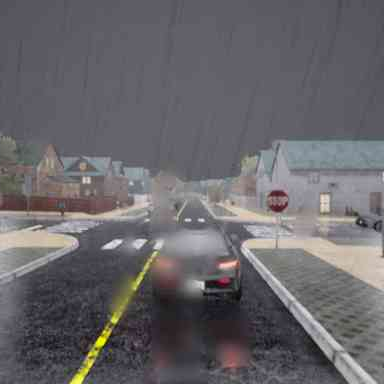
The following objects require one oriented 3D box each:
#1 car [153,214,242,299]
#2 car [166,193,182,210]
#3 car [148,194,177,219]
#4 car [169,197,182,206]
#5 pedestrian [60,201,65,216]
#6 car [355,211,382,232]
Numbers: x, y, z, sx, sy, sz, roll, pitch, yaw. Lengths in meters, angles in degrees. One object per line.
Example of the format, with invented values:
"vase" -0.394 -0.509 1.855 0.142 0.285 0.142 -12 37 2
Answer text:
"car" 0.175 1.516 8.303 1.812 1.442 4.674 0 0 2
"car" -2.739 1.177 42.080 2.150 2.045 5.566 0 0 0
"car" -2.579 1.317 28.285 2.097 1.767 4.553 0 0 -4
"car" -2.669 1.496 55.086 1.994 1.385 4.181 0 0 0
"pedestrian" -9.620 1.221 24.741 0.500 1.100 0.500 0 0 1
"car" 12.887 1.806 21.419 4.181 1.385 1.994 1 1 1
